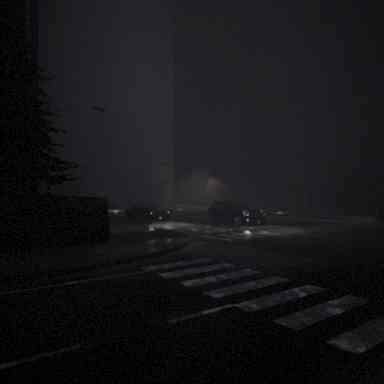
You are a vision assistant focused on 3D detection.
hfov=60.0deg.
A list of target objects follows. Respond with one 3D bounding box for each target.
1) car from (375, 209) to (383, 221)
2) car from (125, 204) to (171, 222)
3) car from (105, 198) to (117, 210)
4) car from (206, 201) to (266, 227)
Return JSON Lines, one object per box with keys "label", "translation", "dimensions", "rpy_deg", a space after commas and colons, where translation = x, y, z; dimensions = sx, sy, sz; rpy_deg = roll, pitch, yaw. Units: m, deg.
{"label": "car", "translation": [15.949, 1.591, 24.016], "dimensions": [4.718, 1.301, 1.895], "rpy_deg": [1, 3, 34]}
{"label": "car", "translation": [-3.656, 1.656, 26.878], "dimensions": [1.895, 1.301, 4.718], "rpy_deg": [0, 0, -36]}
{"label": "car", "translation": [-11.530, 1.561, 43.999], "dimensions": [1.837, 1.490, 4.892], "rpy_deg": [0, 0, -35]}
{"label": "car", "translation": [3.046, 1.411, 23.552], "dimensions": [2.097, 1.767, 4.553], "rpy_deg": [0, 0, -36]}
